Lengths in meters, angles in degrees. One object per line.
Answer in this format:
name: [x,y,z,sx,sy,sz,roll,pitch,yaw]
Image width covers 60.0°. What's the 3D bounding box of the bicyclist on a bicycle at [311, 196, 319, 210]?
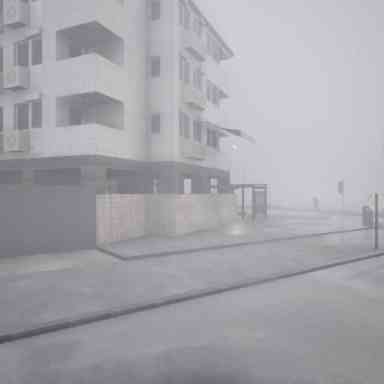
bicyclist on a bicycle: [14.652,1.349,39.554,1.656,1.620,0.582,0,0,-35]
